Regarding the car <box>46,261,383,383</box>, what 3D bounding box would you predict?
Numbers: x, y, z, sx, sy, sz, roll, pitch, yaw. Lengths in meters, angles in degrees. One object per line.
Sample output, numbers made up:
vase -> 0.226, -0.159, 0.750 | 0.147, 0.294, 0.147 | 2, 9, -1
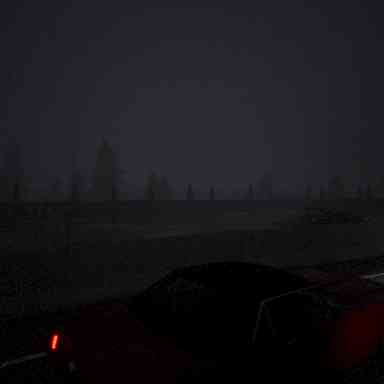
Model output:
car -> 0.863, 1.588, 4.155 | 4.718, 1.301, 1.895 | 0, 0, -33

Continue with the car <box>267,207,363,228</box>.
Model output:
car -> 5.648, 1.461, 15.176 | 4.902, 1.511, 2.128 | 0, 0, -27
